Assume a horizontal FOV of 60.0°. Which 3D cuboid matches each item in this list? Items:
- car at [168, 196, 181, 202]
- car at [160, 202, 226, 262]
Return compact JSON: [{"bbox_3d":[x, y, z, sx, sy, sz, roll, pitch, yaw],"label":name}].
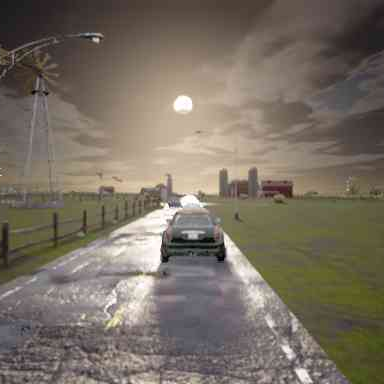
[{"bbox_3d":[-2.785,1.596,54.495,2.097,1.767,4.553,0,0,0],"label":"car"},{"bbox_3d":[0.048,1.409,12.511,2.097,1.767,4.553,0,0,0],"label":"car"}]
